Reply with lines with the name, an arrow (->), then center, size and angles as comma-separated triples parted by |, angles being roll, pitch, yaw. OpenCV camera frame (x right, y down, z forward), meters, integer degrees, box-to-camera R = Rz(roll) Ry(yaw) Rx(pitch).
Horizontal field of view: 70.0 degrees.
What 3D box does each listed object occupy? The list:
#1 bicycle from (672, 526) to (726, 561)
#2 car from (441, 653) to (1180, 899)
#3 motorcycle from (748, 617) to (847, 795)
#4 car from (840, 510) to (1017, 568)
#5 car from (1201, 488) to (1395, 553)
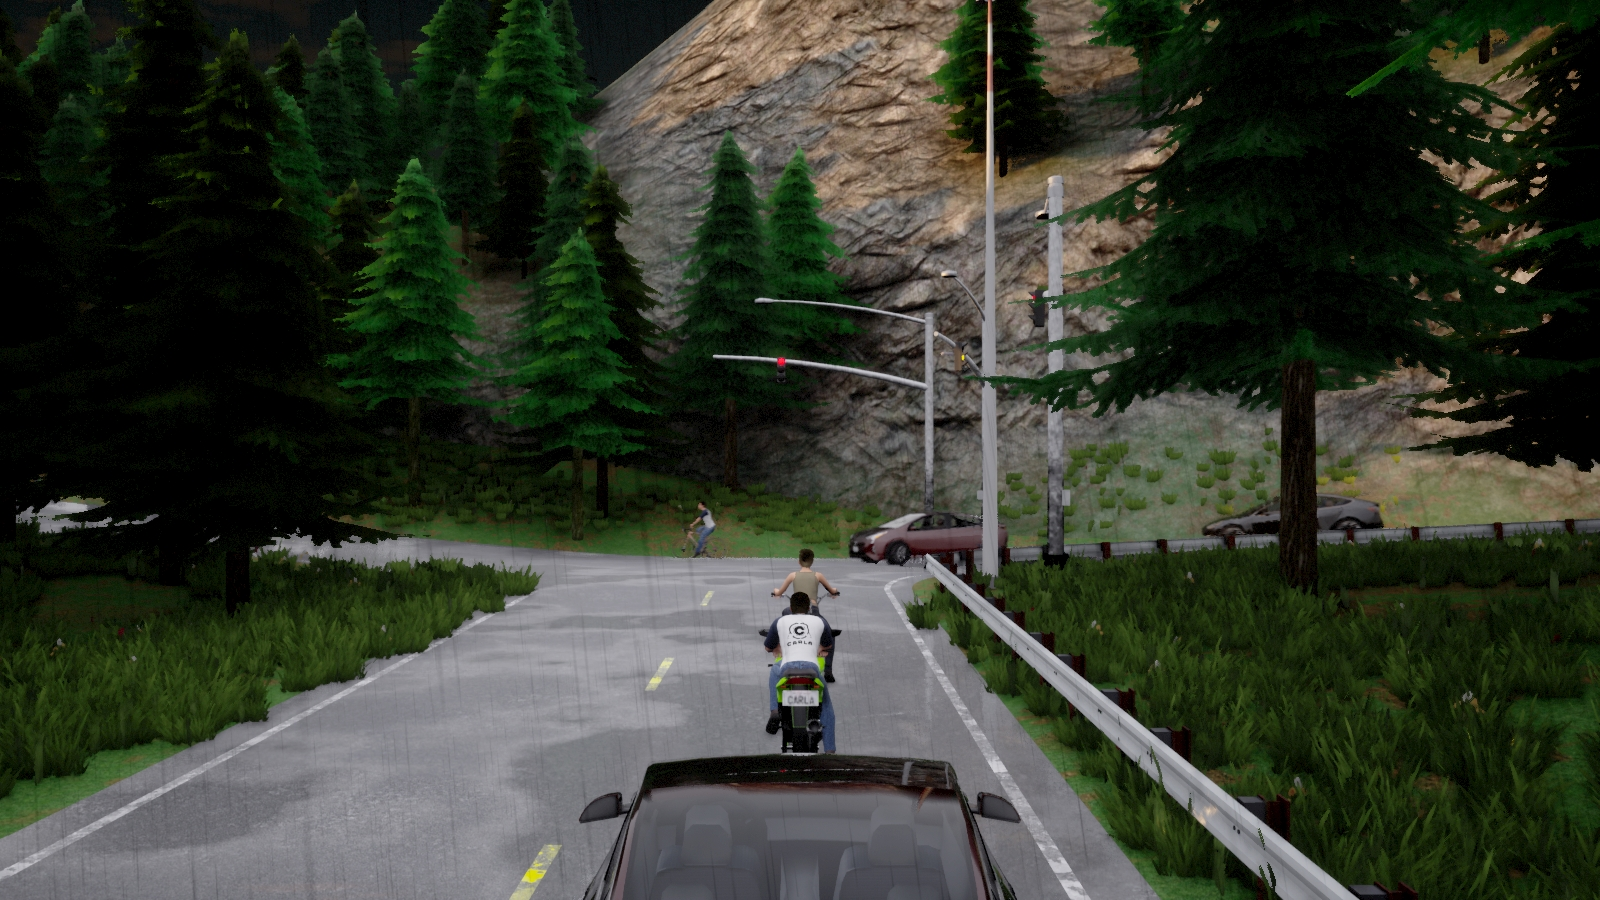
bicycle -> -3.095, 2.864, 35.068 | 1.643, 1.024, 0.373 | 0, -3, -2
car -> 0.029, 2.063, 5.012 | 2.163, 1.488, 4.792 | 0, 0, 0
motorcycle -> -0.020, 2.213, 10.238 | 0.803, 1.145, 2.033 | 0, 0, 0
car -> 3.594, 2.491, 32.012 | 4.514, 1.525, 2.007 | 2, -4, -22
car -> 14.127, 2.008, 32.733 | 4.792, 1.488, 2.163 | -5, -2, 18
